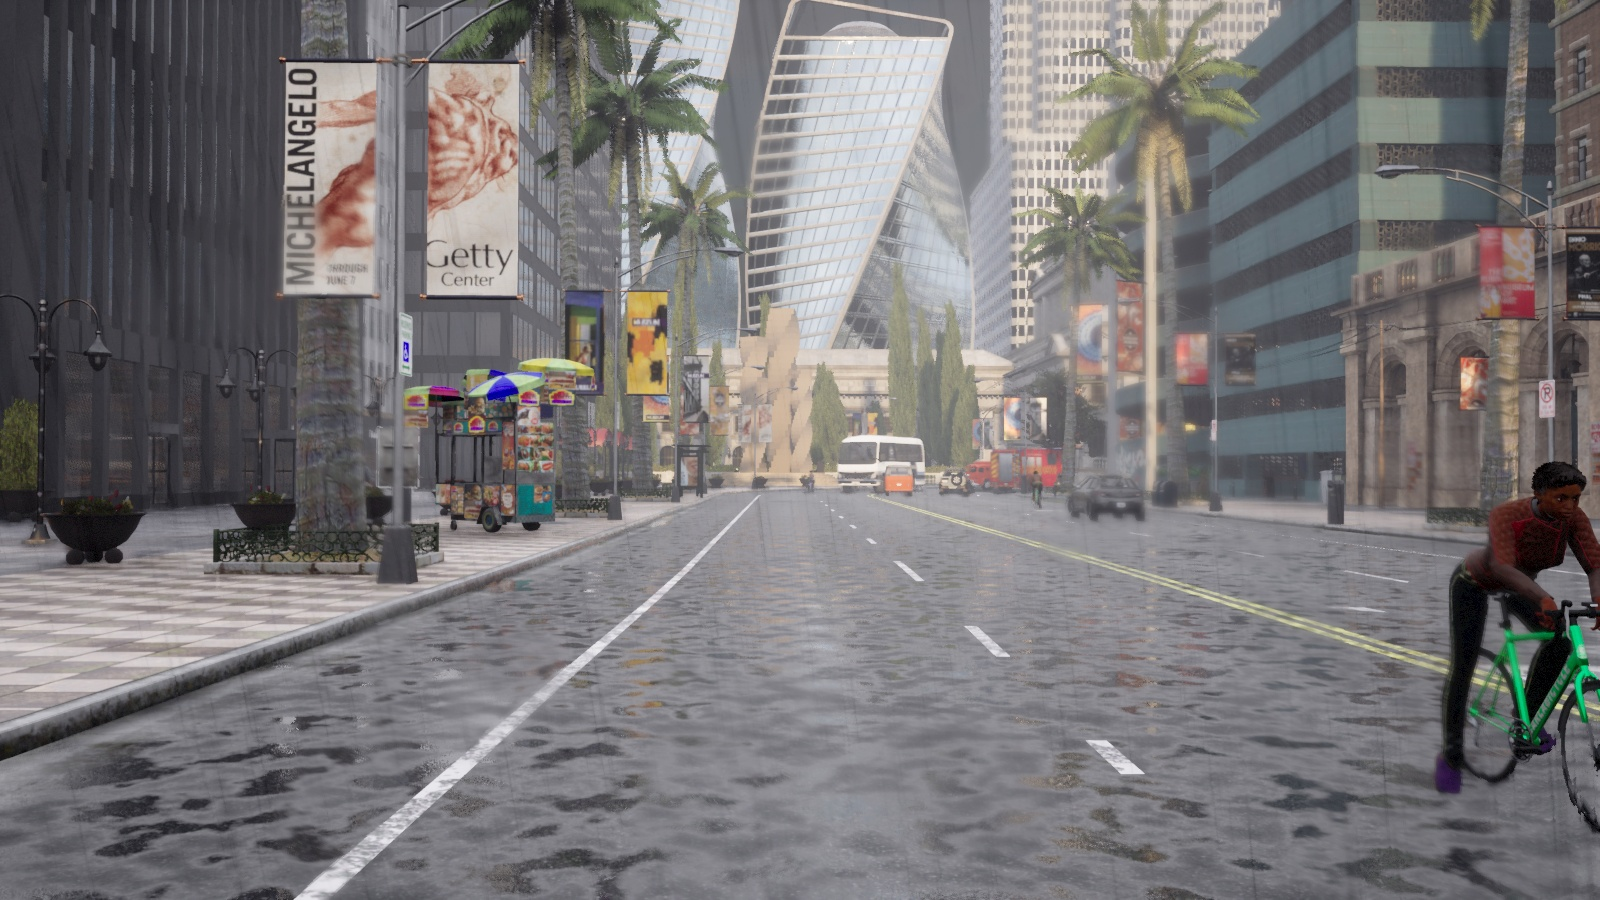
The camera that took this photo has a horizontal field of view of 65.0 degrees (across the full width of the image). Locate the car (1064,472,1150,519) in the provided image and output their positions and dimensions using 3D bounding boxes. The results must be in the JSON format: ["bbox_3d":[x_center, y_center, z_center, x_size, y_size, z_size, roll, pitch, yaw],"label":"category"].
[{"bbox_3d":[10.169,1.489,41.871,1.816,1.474,4.193,0,-1,0],"label":"car"}]

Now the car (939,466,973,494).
[{"bbox_3d":[10.775,2.041,86.713,1.932,1.855,4.605,-1,-1,12],"label":"car"}]

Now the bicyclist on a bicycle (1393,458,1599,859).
[{"bbox_3d":[3.486,0.853,5.915,0.582,1.620,1.656,0,-1,0],"label":"bicyclist on a bicycle"}]

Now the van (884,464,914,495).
[{"bbox_3d":[6.392,1.906,81.423,1.775,1.987,4.442,0,-1,3],"label":"van"}]

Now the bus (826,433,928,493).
[{"bbox_3d":[5.969,0.998,94.572,3.944,4.253,10.273,-1,-1,26],"label":"bus"}]
